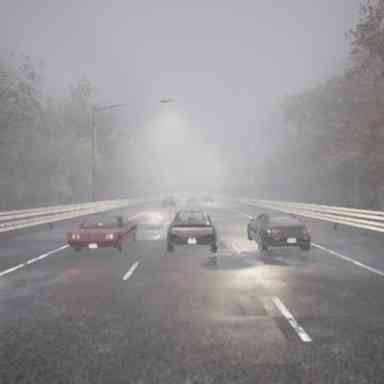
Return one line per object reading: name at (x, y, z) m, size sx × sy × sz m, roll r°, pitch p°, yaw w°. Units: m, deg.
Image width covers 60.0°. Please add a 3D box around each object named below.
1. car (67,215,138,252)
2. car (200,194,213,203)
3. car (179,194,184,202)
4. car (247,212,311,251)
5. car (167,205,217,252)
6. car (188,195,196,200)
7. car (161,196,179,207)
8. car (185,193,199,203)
car at (-3.494, 1.617, 13.989) m, size 1.895 × 1.301 × 4.718 m, roll 0°, pitch 0°, yaw 0°
car at (3.528, 1.396, 73.232) m, size 2.097 × 1.767 × 4.553 m, roll 0°, pitch 0°, yaw 0°
car at (-3.470, 1.636, 77.337) m, size 1.895 × 1.301 × 4.718 m, roll 0°, pitch 0°, yaw 0°
car at (3.505, 1.542, 13.988) m, size 1.812 × 1.442 × 4.674 m, roll 0°, pitch 0°, yaw 0°
car at (0.006, 1.508, 13.999) m, size 2.128 × 1.511 × 4.902 m, roll 0°, pitch 0°, yaw 0°
car at (0.035, 1.576, 93.373) m, size 2.033 × 1.411 × 5.357 m, roll 0°, pitch 0°, yaw 0°
car at (-3.481, 1.391, 50.967) m, size 2.097 × 1.767 × 4.553 m, roll 0°, pitch 0°, yaw 0°
car at (0.028, 1.519, 73.090) m, size 1.882 × 1.535 × 5.008 m, roll 0°, pitch 0°, yaw 0°
